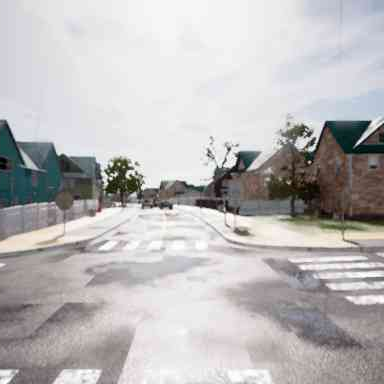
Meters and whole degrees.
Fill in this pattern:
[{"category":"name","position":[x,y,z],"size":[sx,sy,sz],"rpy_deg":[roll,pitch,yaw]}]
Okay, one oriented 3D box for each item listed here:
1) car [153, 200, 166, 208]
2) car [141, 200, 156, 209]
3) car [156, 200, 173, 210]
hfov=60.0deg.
[{"category":"car","position":[-6.137,2.269,62.779],"size":[1.895,1.301,4.718],"rpy_deg":[0,-1,-13]},{"category":"car","position":[-7.615,2.089,56.485],"size":[1.812,1.442,4.674],"rpy_deg":[0,-1,-10]},{"category":"car","position":[-4.130,2.013,52.859],"size":[1.837,1.490,4.892],"rpy_deg":[0,-1,-10]}]
